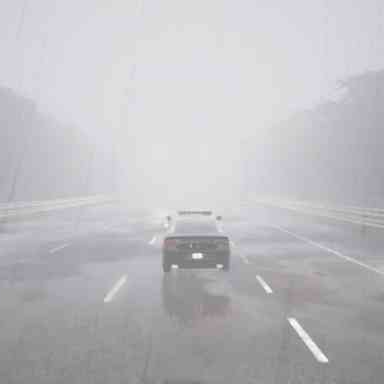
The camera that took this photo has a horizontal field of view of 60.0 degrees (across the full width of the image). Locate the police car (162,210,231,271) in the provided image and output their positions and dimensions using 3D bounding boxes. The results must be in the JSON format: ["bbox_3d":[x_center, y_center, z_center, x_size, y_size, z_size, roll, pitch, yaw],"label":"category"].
[{"bbox_3d":[0.086,1.428,11.008,1.930,1.638,5.238,0,0,-1],"label":"police car"}]
